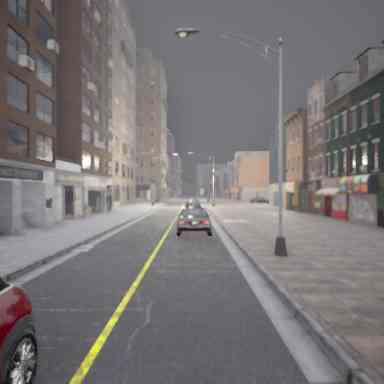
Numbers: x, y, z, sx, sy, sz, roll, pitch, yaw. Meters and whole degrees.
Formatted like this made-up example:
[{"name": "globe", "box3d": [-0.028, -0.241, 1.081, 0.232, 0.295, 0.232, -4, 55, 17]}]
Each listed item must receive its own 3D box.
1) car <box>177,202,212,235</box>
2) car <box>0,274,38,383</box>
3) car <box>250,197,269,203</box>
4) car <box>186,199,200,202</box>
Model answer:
[{"name": "car", "box3d": [0.111, 1.530, 18.519, 2.033, 1.411, 5.357, 0, 0, 0]}, {"name": "car", "box3d": [-2.845, 1.350, 1.963, 2.097, 1.767, 4.553, 0, 0, 0]}, {"name": "car", "box3d": [13.255, 1.629, 64.157, 4.313, 1.339, 1.947, 0, -1, 0]}, {"name": "car", "box3d": [0.121, 1.522, 41.925, 1.994, 1.385, 4.181, 0, 0, 0]}]
